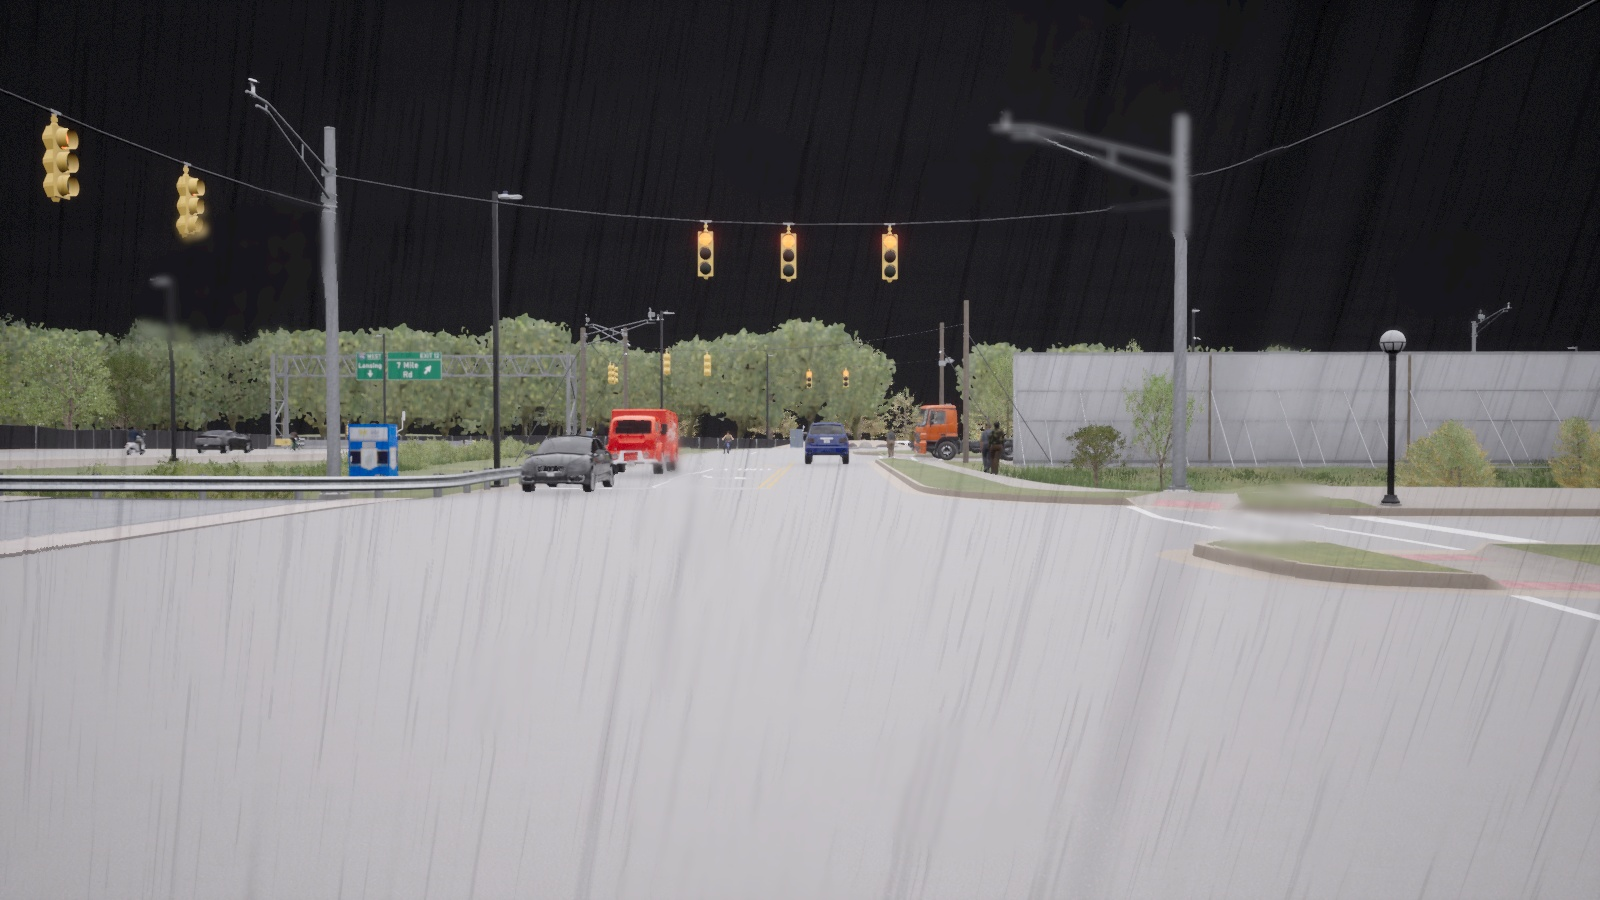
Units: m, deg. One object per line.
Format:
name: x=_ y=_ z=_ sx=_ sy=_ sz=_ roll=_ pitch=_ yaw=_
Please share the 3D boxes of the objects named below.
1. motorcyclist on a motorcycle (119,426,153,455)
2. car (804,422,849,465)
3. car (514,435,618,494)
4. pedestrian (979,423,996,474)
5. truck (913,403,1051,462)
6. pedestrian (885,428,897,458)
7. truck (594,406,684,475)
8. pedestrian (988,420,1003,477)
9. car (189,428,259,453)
motorcyclist on a motorcycle: x=-36.732 y=-0.542 z=69.498 sx=0.866 sy=1.590 sz=1.817 roll=0 pitch=0 yaw=1
car: x=1.361 y=-0.350 z=62.966 sx=2.150 sy=2.045 sz=5.566 roll=0 pitch=1 yaw=2
car: x=-6.355 y=0.349 z=34.596 sx=1.837 sy=1.490 sz=4.892 roll=0 pitch=1 yaw=1
pedestrian: x=6.920 y=-0.070 z=46.342 sx=0.540 sy=1.848 sz=0.694 roll=0 pitch=2 yaw=2
truck: x=11.123 y=-1.089 z=77.374 sx=7.936 sy=3.462 sz=2.891 roll=1 pitch=2 yaw=-4
pedestrian: x=5.633 y=-0.425 z=77.910 sx=0.540 sy=1.848 sz=0.694 roll=-1 pitch=2 yaw=-17
truck: x=-6.026 y=-0.309 z=47.707 sx=2.627 sy=2.467 sz=5.204 roll=0 pitch=0 yaw=1
pedestrian: x=6.696 y=-0.056 z=43.107 sx=0.395 sy=1.930 sz=0.692 roll=0 pitch=2 yaw=0
car: x=-36.531 y=-0.600 z=79.811 sx=2.128 sy=1.511 sz=4.902 roll=0 pitch=0 yaw=1
